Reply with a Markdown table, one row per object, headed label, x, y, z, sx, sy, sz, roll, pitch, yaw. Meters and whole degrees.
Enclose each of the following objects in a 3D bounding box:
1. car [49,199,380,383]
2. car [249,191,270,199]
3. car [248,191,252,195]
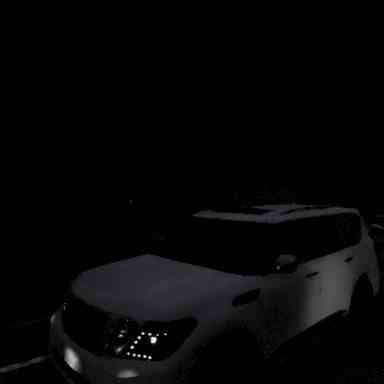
| label | x | y | z | sx | sy | sz | roll | pitch | yaw |
| --- | --- | --- | --- | --- | --- | --- | --- | --- | --- |
| car | 0.896 | 1.240 | 5.030 | 5.566 | 2.045 | 2.150 | 0 | 0 | -42 |
| car | 18.570 | 1.383 | 89.358 | 4.674 | 1.452 | 2.002 | -1 | 3 | -15 |
| car | 18.881 | 1.183 | 92.298 | 4.792 | 1.488 | 2.163 | -1 | 3 | -14 |
